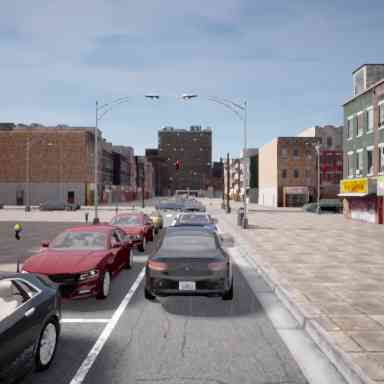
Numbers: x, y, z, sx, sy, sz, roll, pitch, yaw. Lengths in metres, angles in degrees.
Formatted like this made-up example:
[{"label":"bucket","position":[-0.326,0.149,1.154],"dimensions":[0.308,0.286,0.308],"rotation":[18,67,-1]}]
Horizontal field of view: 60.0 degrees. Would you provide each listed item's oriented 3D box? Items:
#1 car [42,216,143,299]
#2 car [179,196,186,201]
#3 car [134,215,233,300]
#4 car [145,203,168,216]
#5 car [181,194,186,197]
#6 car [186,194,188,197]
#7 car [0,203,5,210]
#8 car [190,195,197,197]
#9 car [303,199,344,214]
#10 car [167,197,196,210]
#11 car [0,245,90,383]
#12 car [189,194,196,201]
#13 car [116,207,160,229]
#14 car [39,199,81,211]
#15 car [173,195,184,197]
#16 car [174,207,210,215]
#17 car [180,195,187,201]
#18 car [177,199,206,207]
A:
[{"label":"car","position":[-2.619,1.548,8.454],"dimensions":[1.887,1.381,4.507],"rotation":[0,0,0]},{"label":"car","position":[-2.481,1.757,89.508],"dimensions":[1.887,1.381,4.507],"rotation":[0,0,0]},{"label":"car","position":[-0.041,1.529,8.312],"dimensions":[1.812,1.442,4.674],"rotation":[0,0,1]},{"label":"car","position":[-2.601,1.540,19.272],"dimensions":[1.752,1.417,4.829],"rotation":[0,0,0]},{"label":"car","position":[-2.536,1.411,56.843],"dimensions":[2.192,1.841,5.009],"rotation":[0,0,0]},{"label":"car","position":[-2.500,1.695,78.449],"dimensions":[1.752,1.417,4.829],"rotation":[0,0,0]},{"label":"car","position":[-23.226,1.383,36.525],"dimensions":[4.892,1.490,1.837],"rotation":[0,0,0]},{"label":"car","position":[0.141,1.778,81.695],"dimensions":[1.895,1.301,4.718],"rotation":[0,0,0]},{"label":"car","position":[15.626,1.602,39.602],"dimensions":[4.553,1.767,2.097],"rotation":[1,0,0]},{"label":"car","position":[-1.868,1.601,39.545],"dimensions":[5.357,1.411,2.033],"rotation":[1,0,0]},{"label":"car","position":[-2.629,1.552,2.960],"dimensions":[2.008,1.369,4.403],"rotation":[0,0,0]},{"label":"car","position":[0.159,1.576,91.860],"dimensions":[2.097,1.767,4.553],"rotation":[0,0,0]},{"label":"car","position":[-2.610,1.553,13.949],"dimensions":[1.887,1.381,4.507],"rotation":[0,0,0]},{"label":"car","position":[-14.474,1.505,36.553],"dimensions":[4.181,1.385,1.994],"rotation":[0,0,0]},{"label":"car","position":[-2.546,1.606,51.230],"dimensions":[1.752,1.417,4.829],"rotation":[0,0,0]},{"label":"car","position":[0.121,1.611,15.684],"dimensions":[1.895,1.301,4.718],"rotation":[0,0,0]},{"label":"car","position":[-2.471,1.672,94.952],"dimensions":[1.967,1.590,4.097],"rotation":[0,0,0]},{"label":"car","position":[0.156,1.530,25.985],"dimensions":[1.837,1.490,4.892],"rotation":[0,0,2]}]
